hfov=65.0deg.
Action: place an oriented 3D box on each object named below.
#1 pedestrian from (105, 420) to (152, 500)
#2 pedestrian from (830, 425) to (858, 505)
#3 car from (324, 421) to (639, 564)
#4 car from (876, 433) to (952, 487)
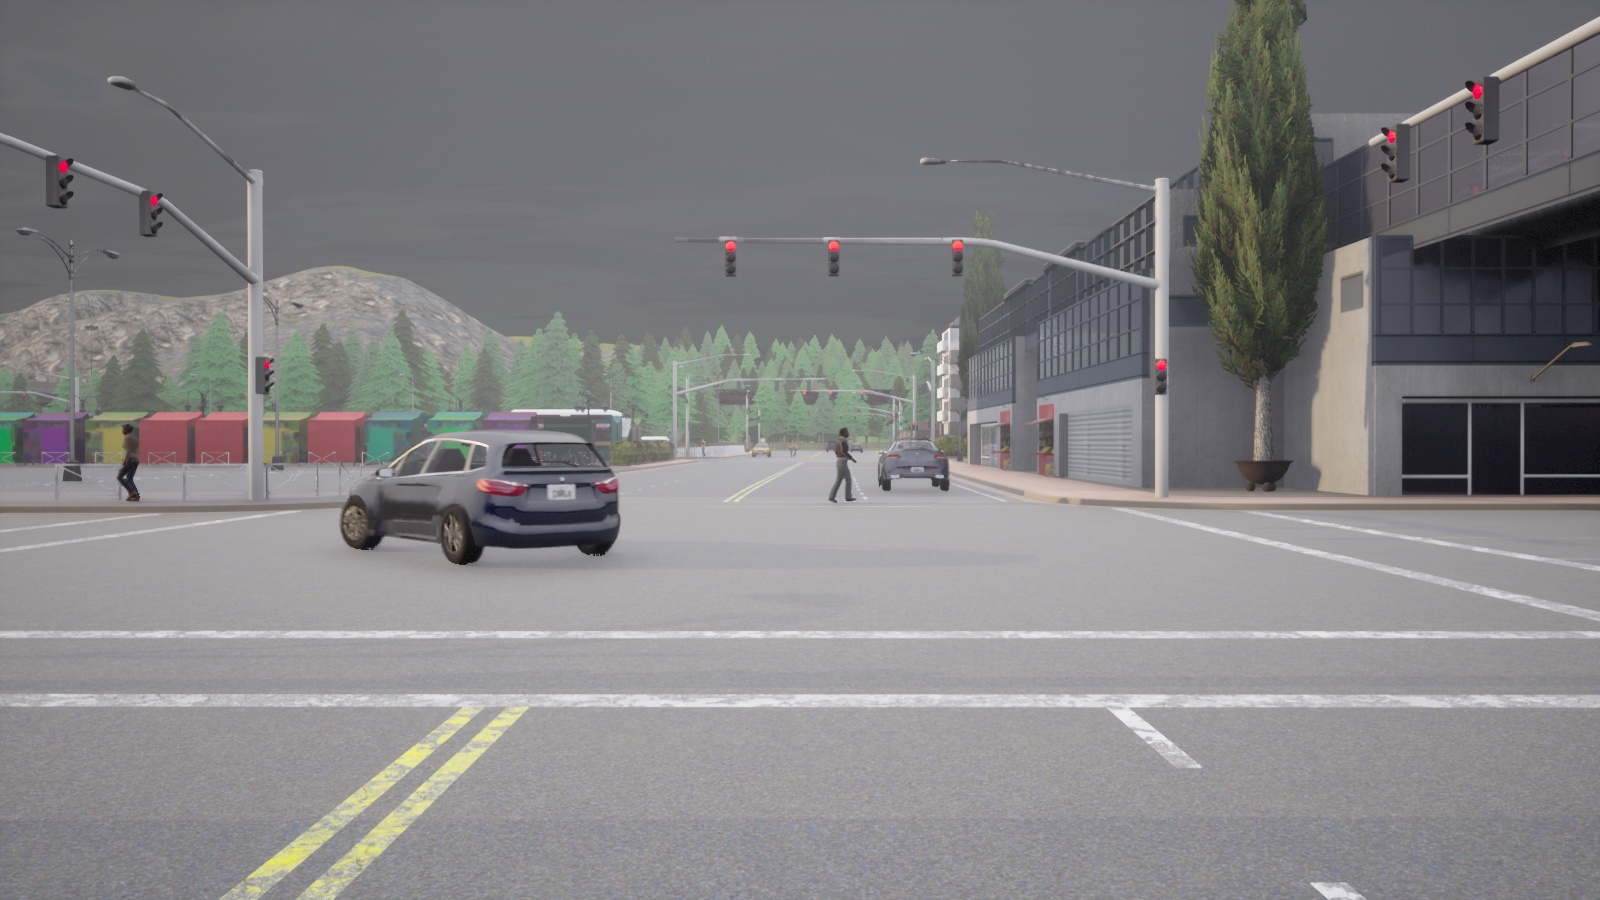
[{"bbox_3d":[-15.249,0.231,28.524,0.869,1.805,0.328,0,0,0],"label":"pedestrian"},{"bbox_3d":[1.065,0.352,30.587,0.666,1.930,0.402,0,0,4],"label":"pedestrian"},{"bbox_3d":[-4.459,0.490,17.117,2.242,1.667,4.611,0,0,-43],"label":"car"},{"bbox_3d":[3.659,0.295,41.056,2.152,1.651,5.027,0,0,1],"label":"car"}]
